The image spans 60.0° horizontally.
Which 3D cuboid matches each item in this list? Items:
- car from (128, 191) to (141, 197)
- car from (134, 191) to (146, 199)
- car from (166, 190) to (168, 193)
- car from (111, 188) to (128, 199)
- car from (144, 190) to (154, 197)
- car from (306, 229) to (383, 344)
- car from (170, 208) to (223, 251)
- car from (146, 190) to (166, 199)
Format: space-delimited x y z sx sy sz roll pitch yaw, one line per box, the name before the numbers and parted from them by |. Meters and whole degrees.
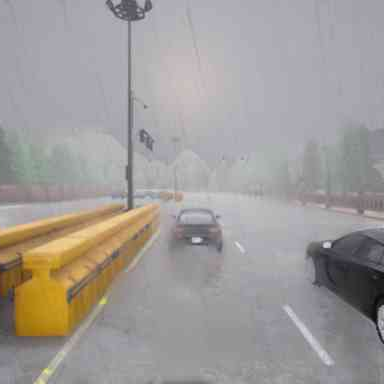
car | -13.594 0.391 78.824 2.033 1.411 5.357 0 1 0
car | -10.207 0.613 62.586 1.812 1.442 4.674 0 1 1
car | -6.599 0.365 77.892 1.837 1.490 4.892 0 1 0
car | -13.698 0.302 62.944 2.150 2.045 5.566 0 1 1
car | -10.098 0.360 78.173 1.837 1.490 4.892 0 1 0
car | 3.622 1.389 5.962 1.882 1.535 5.008 0 1 0
car | 0.153 1.335 12.929 1.812 1.442 4.674 0 1 0
car | -6.713 0.578 62.679 2.128 1.511 4.902 0 1 1
